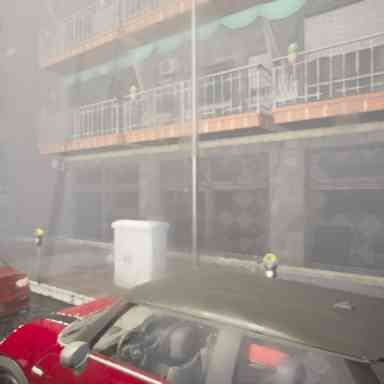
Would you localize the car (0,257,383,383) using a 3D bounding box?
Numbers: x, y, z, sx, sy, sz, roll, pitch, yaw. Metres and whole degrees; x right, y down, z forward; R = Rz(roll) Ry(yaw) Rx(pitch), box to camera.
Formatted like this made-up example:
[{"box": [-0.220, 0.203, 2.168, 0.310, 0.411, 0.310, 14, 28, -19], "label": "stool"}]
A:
[{"box": [-0.040, 1.449, 2.905, 4.097, 1.590, 1.967, 0, 0, 35], "label": "car"}]
